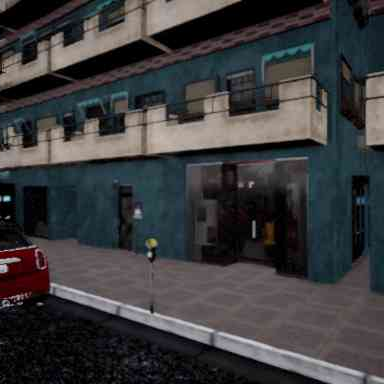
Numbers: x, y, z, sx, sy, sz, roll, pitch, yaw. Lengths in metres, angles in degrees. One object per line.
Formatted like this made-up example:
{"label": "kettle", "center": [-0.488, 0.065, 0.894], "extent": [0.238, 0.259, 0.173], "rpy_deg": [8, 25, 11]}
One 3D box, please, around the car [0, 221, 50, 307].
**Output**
{"label": "car", "center": [-4.962, 1.311, 6.794], "extent": [4.553, 1.767, 2.097], "rpy_deg": [0, 0, 35]}
